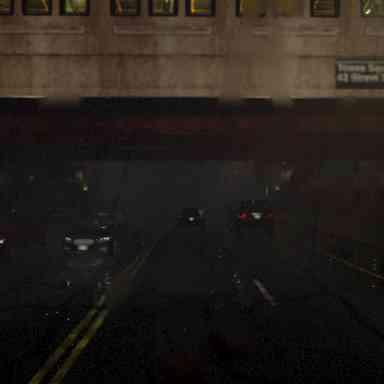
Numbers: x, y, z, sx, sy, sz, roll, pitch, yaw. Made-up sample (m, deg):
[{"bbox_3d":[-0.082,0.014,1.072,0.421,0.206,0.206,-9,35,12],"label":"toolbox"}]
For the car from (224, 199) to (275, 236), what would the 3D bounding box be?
[{"bbox_3d":[3.458,1.443,20.295,2.150,2.045,5.566,0,-1,0],"label":"car"}]

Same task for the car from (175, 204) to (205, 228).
[{"bbox_3d":[-0.033,1.836,24.646,1.994,1.385,4.181,0,-1,0],"label":"car"}]

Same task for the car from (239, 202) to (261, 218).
[{"bbox_3d":[6.350,1.878,36.496,2.231,1.521,4.892,0,-1,9],"label":"car"}]

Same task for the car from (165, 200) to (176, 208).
[{"bbox_3d":[-3.842,2.196,60.517,1.812,1.442,4.674,0,-1,0],"label":"car"}]

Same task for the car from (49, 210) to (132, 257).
[{"bbox_3d":[-3.702,1.646,13.695,2.128,1.511,4.902,0,-1,0],"label":"car"}]

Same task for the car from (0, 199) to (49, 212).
[{"bbox_3d":[-10.191,1.432,17.746,2.435,2.045,5.566,0,-1,-1],"label":"car"}]

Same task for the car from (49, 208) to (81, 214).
[{"bbox_3d":[-10.293,1.879,25.137,1.895,1.301,4.718,0,-1,-1],"label":"car"}]

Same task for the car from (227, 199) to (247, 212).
[{"bbox_3d":[6.302,1.869,47.272,2.185,1.767,4.553,0,-1,-1],"label":"car"}]

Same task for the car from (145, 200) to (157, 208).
[{"bbox_3d":[-7.342,2.196,60.410,1.812,1.442,4.674,0,-1,0],"label":"car"}]

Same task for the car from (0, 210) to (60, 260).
[{"bbox_3d":[-7.199,1.678,13.289,1.812,1.442,4.674,0,-1,0],"label":"car"}]
